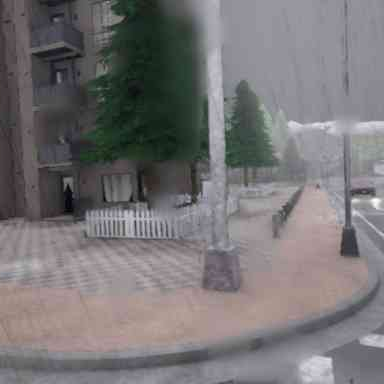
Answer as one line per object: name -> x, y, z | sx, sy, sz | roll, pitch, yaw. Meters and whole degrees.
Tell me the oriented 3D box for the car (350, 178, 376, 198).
car -> 14.525, -0.456, 28.819 | 1.882, 1.535, 5.008 | -1, 3, 20
